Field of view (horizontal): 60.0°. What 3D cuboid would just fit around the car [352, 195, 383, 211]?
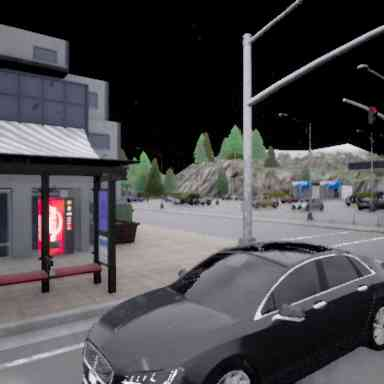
[{"bbox_3d":[20.460,1.396,37.419,4.514,1.523,2.007,0,0,-36],"label":"car"}]

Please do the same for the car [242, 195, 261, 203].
[{"bbox_3d":[12.067,1.392,67.573,3.633,1.501,1.845,0,0,-36],"label":"car"}]

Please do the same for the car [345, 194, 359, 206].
[{"bbox_3d":[24.545,1.171,48.895,4.605,1.855,1.932,0,0,-36],"label":"car"}]

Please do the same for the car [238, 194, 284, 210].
[{"bbox_3d":[8.592,1.270,41.309,5.027,1.636,2.152,0,0,-36],"label":"car"}]

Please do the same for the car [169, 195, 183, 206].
[{"bbox_3d":[-0.898,1.215,53.823,4.605,1.855,1.932,0,0,-36],"label":"car"}]

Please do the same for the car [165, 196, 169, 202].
[{"bbox_3d":[-3.855,1.483,70.906,3.806,1.475,1.970,0,0,-36],"label":"car"}]

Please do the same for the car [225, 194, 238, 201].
[{"bbox_3d":[11.394,1.384,81.671,5.027,1.636,2.152,0,0,-36],"label":"car"}]

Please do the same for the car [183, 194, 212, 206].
[{"bbox_3d":[1.132,1.193,51.703,3.866,1.878,1.905,0,0,-36],"label":"car"}]

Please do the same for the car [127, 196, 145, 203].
[{"bbox_3d":[-11.622,1.491,69.000,3.633,1.501,1.845,0,0,-36],"label":"car"}]

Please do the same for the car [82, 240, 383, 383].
[{"bbox_3d":[1.023,1.520,4.600,4.892,1.490,1.837,-1,0,-36],"label":"car"}]

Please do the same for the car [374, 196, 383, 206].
[{"bbox_3d":[31.412,1.414,53.870,3.806,1.475,1.970,0,0,-36],"label":"car"}]

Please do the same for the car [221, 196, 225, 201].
[{"bbox_3d":[9.522,1.393,84.189,4.514,1.523,2.007,0,0,-36],"label":"car"}]

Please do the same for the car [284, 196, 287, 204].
[{"bbox_3d":[17.860,1.370,59.430,4.514,1.523,2.007,0,0,-36],"label":"car"}]

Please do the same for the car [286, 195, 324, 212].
[{"bbox_3d":[12.597,1.348,36.284,3.806,1.475,1.970,0,0,-36],"label":"car"}]
